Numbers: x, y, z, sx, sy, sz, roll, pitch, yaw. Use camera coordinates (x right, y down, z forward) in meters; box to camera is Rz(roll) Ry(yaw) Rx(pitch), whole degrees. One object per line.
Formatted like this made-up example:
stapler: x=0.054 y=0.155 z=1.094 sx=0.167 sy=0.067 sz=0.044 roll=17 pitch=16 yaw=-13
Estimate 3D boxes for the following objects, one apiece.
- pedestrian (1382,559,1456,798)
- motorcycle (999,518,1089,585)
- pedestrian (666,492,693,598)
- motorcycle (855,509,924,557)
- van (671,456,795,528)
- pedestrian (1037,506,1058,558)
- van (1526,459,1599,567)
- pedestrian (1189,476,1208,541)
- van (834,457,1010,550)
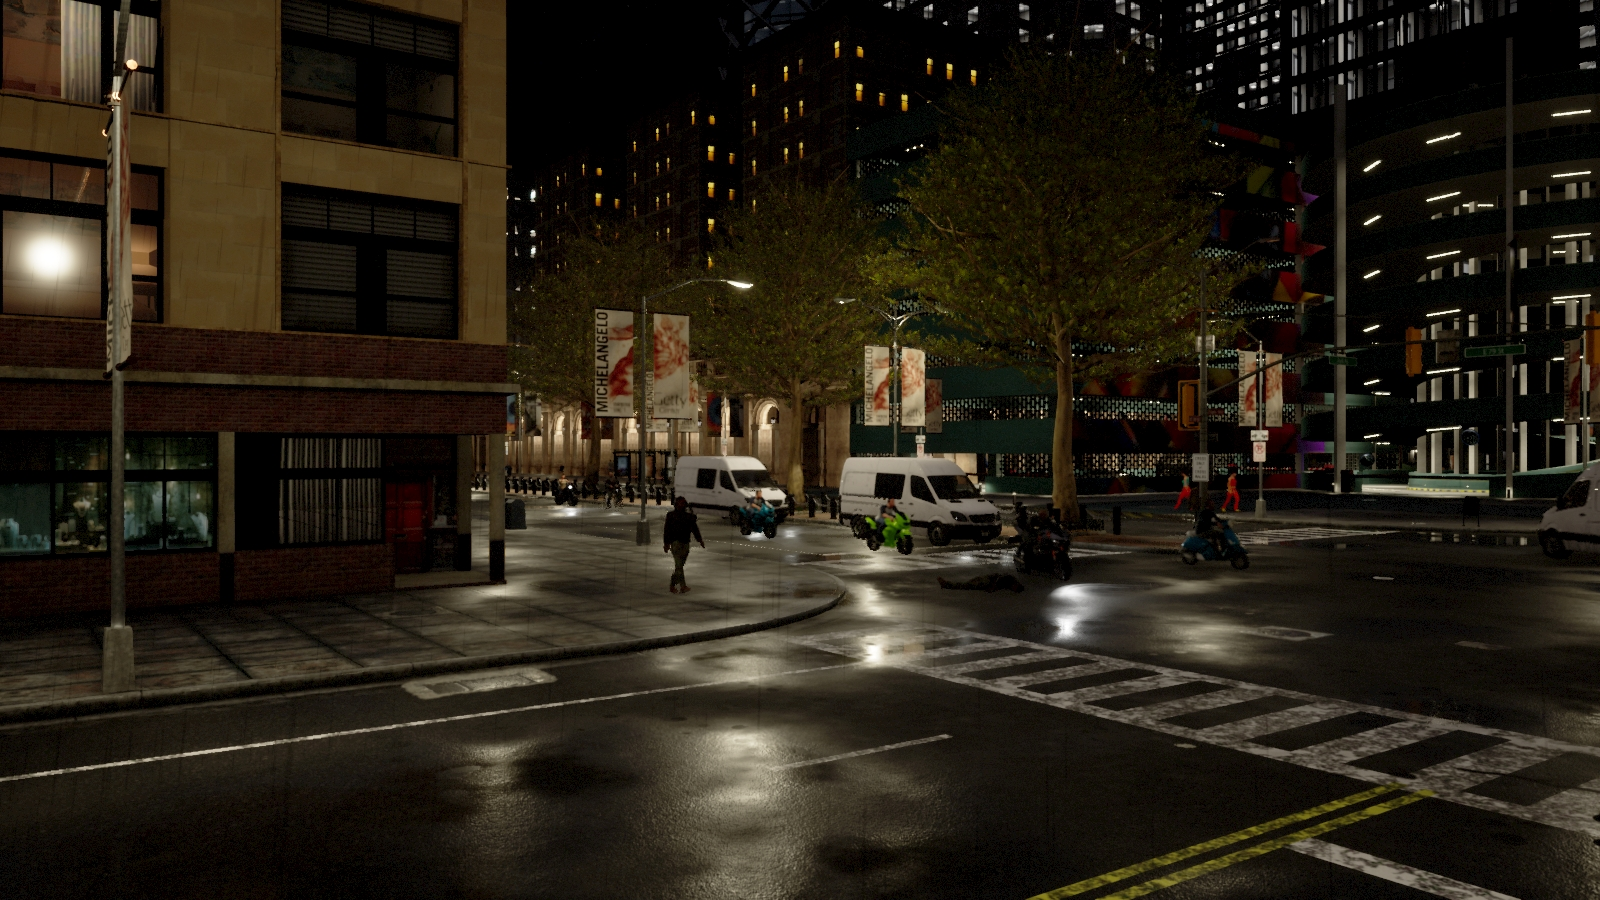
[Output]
pedestrian: x=5.062 y=1.848 z=9.351 sx=0.375 sy=1.860 sz=0.375 roll=0 pitch=0 yaw=-17
motorcycle: x=5.343 y=2.205 z=25.193 sx=0.867 sy=1.251 sz=2.209 roll=-1 pitch=0 yaw=-21
pedestrian: x=-2.177 y=1.699 z=20.597 sx=0.375 sy=1.860 sz=0.375 roll=0 pitch=0 yaw=-27
motorcycle: x=2.398 y=2.213 z=30.867 sx=0.803 sy=1.145 sz=2.033 roll=0 pitch=0 yaw=-33
van: x=-2.704 y=1.534 z=44.337 sx=1.988 sy=2.561 sz=5.915 roll=0 pitch=0 yaw=-35
pedestrian: x=6.445 y=2.129 z=29.742 sx=0.375 sy=1.300 sz=0.375 roll=0 pitch=0 yaw=-41
van: x=20.245 y=1.535 z=27.398 sx=1.988 sy=2.561 sz=5.915 roll=1 pitch=0 yaw=1
pedestrian: x=11.565 y=1.704 z=33.167 sx=0.375 sy=1.860 sz=0.375 roll=0 pitch=0 yaw=-43
van: x=3.638 y=1.533 z=35.331 sx=1.988 sy=2.561 sz=5.915 roll=0 pitch=0 yaw=-35
